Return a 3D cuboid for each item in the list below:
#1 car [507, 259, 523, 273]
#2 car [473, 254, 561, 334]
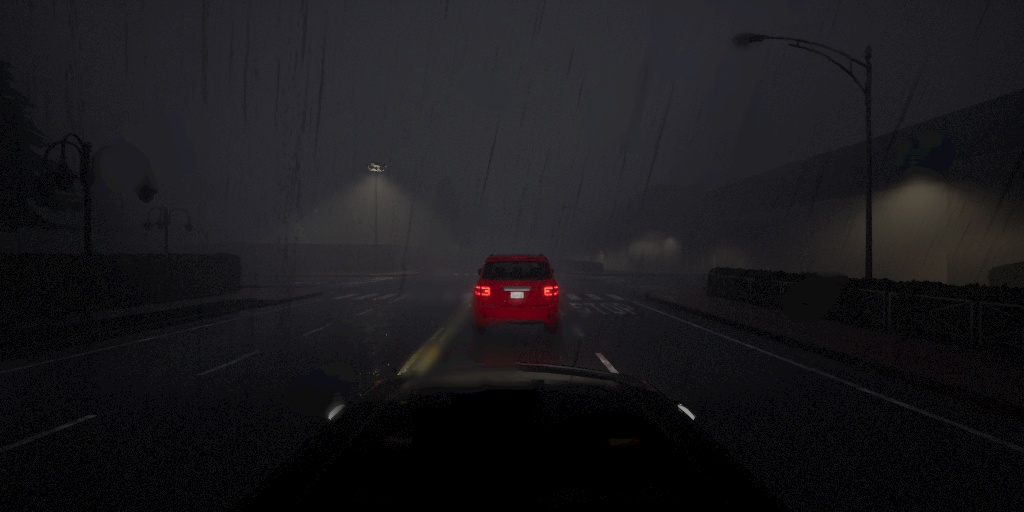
[{"bbox_3d":[0.360,1.228,45.602,1.882,1.535,5.008,0,0,1],"label":"car"},{"bbox_3d":[0.122,0.971,10.749,2.150,2.045,5.566,0,0,0],"label":"car"}]
